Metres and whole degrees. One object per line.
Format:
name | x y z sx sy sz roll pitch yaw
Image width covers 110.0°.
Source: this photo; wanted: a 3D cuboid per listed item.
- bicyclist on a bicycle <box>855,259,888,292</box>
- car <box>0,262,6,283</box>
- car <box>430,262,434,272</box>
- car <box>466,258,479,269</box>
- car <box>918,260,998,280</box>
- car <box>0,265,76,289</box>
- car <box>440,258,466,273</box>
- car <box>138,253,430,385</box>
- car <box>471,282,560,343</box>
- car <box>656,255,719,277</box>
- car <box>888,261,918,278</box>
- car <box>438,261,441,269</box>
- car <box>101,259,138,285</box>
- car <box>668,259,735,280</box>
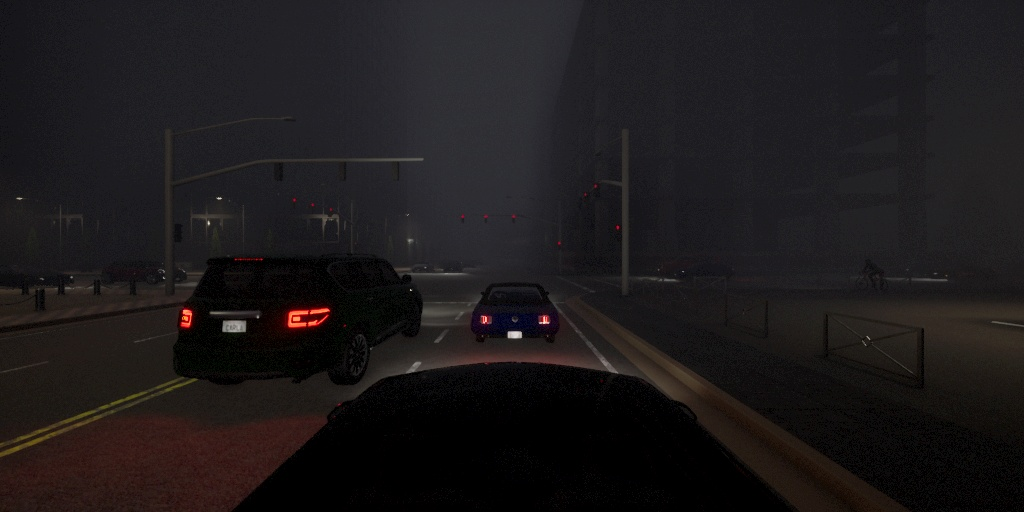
bicyclist on a bicycle | 18.331 0.998 18.310 0.582 1.620 1.656 0 0 0
car | -39.387 1.172 25.200 5.008 1.535 1.882 1 0 1
car | -10.600 1.275 42.909 1.812 1.442 4.674 0 0 0
car | -7.079 1.297 58.861 2.033 1.411 5.357 0 0 0
car | 36.655 1.258 29.338 4.181 1.385 1.994 0 0 0
car | -29.943 1.242 21.626 5.357 1.411 2.033 0 0 0
car | -6.951 1.314 42.483 1.994 1.385 4.181 0 0 -4
car | -3.438 0.971 7.152 2.150 2.045 5.566 0 0 0
car | 0.080 1.351 9.666 1.895 1.301 4.718 0 0 0
car | 16.182 0.915 32.788 5.566 2.045 2.150 0 0 0
car | 37.561 1.172 32.839 5.008 1.535 1.882 0 0 0
car | -10.582 1.228 58.026 1.882 1.535 5.008 0 1 0
car | -25.675 1.046 25.135 4.553 1.767 2.097 0 0 0
car | 15.647 1.221 29.263 4.674 1.442 1.812 -1 0 0
